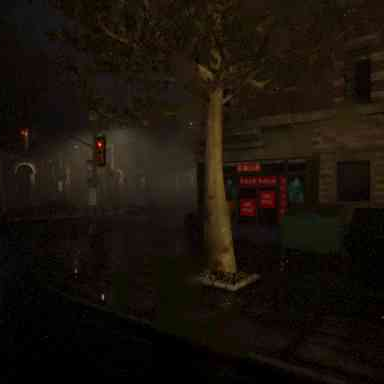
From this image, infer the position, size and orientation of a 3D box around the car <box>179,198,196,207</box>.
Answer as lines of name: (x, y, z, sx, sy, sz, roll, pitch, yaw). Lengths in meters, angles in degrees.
car: (-1.394, 1.547, 48.297, 2.033, 1.411, 5.357, 0, 0, 36)

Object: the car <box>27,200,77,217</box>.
car: (-13.359, 1.526, 31.940, 1.812, 1.442, 4.674, 0, 0, 36)

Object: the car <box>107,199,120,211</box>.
car: (-7.466, 1.601, 40.018, 1.895, 1.301, 4.718, 0, 0, 36)

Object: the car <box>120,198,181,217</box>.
car: (-3.761, 1.547, 31.171, 2.033, 1.411, 5.357, 0, 0, 36)

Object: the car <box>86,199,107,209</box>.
car: (-11.944, 1.595, 45.158, 1.895, 1.301, 4.718, 0, 0, 36)
